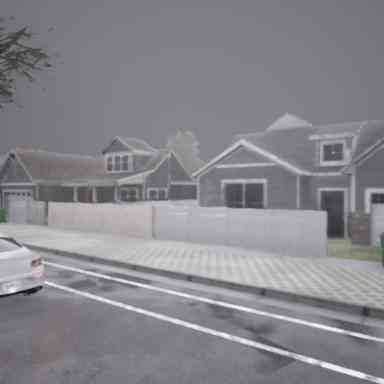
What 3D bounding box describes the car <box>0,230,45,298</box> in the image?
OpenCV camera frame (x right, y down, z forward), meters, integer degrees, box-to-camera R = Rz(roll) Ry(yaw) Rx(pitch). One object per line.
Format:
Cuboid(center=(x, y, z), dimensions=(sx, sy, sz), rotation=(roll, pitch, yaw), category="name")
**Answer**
Cuboid(center=(-5.112, 1.525, 7.449), dimensions=(4.674, 1.442, 1.812), rotation=(0, 0, 37), category="car")
